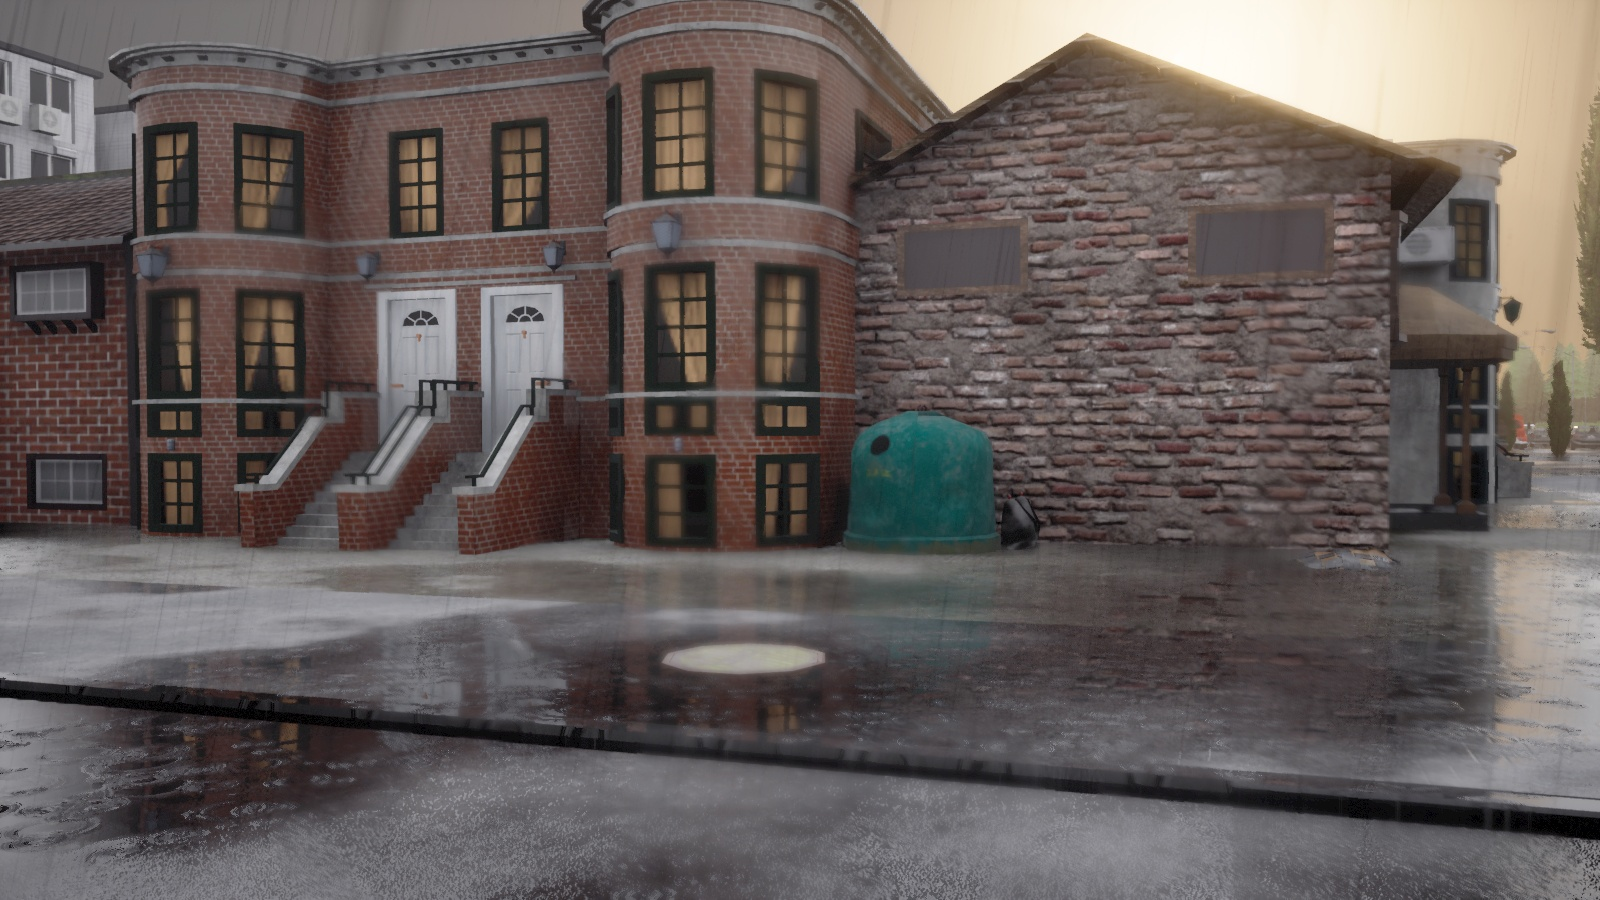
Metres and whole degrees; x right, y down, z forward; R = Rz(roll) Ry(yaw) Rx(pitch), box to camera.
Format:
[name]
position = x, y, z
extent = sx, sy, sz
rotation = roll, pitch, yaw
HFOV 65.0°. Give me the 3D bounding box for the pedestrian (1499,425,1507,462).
[pedestrian]
position = 35.531, -0.347, 63.476
extent = 0.331, 1.846, 0.634
rotation = 1, 1, 30
